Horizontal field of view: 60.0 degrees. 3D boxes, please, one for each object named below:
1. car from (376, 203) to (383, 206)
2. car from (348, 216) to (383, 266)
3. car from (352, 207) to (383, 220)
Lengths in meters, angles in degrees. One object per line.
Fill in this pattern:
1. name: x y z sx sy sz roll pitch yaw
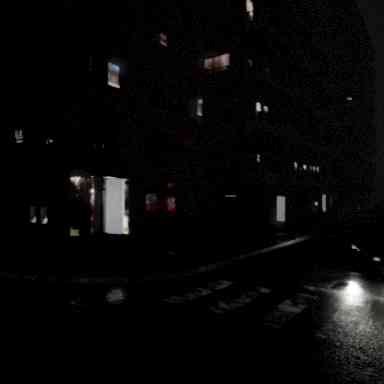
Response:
1. car: 20.538 2.148 35.497 2.192 1.841 5.009 -1 -2 35
2. car: 7.075 1.827 12.090 1.812 1.442 4.674 0 -1 37
3. car: 13.878 2.158 26.406 2.008 1.369 4.403 -1 -2 35
